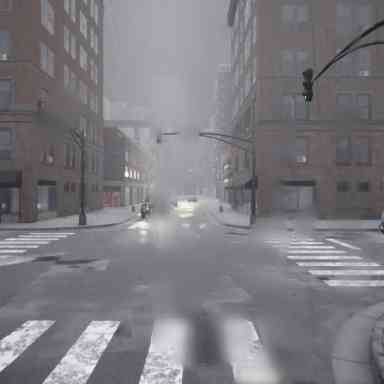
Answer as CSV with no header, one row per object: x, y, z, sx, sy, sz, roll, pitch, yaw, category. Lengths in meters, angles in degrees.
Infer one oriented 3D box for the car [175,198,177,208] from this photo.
-3.122,1.546,39.421,1.812,1.442,4.674,0,0,0,car

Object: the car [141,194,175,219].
-3.102,1.236,29.748,2.150,2.045,5.566,0,0,2,car

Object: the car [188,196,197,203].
0.067,1.520,69.997,2.128,1.511,4.902,0,0,0,car

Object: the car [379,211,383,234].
11.040,1.617,14.647,4.718,1.301,1.895,0,0,2,car
